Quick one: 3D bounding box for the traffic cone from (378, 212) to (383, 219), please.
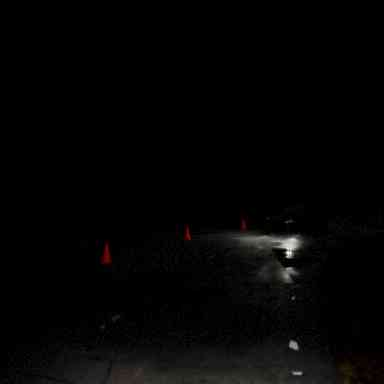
[{"bbox_3d":[16.288,2.012,28.688,0.340,0.580,0.340,0,0,-24],"label":"traffic cone"}]

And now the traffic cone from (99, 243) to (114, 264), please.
[{"bbox_3d":[-2.684,1.917,10.469,0.340,0.580,0.340,0,0,22],"label":"traffic cone"}]

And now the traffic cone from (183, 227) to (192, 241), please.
[{"bbox_3d":[-0.218,1.920,15.339,0.340,0.580,0.340,1,0,32],"label":"traffic cone"}]

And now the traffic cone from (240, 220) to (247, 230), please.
[{"bbox_3d":[3.047,1.931,19.715,0.340,0.580,0.340,1,0,42],"label":"traffic cone"}]

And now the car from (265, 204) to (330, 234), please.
[{"bbox_3d":[6.316,1.482,19.657,5.008,1.535,1.882,0,0,-43],"label":"car"}]

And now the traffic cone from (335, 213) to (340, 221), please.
[{"bbox_3d":[11.568,1.979,26.477,0.340,0.580,0.340,0,0,-29],"label":"traffic cone"}]
